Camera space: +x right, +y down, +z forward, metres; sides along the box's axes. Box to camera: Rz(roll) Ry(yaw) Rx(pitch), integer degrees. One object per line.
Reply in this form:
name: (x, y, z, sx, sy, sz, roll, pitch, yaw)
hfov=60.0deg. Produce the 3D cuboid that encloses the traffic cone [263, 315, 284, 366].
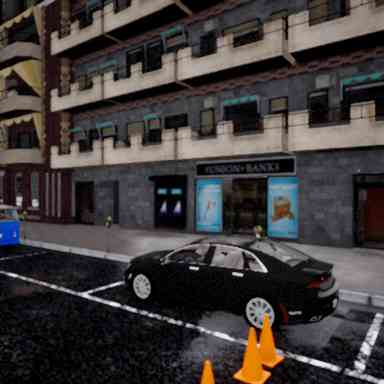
traffic cone: (1.006, 1.958, 4.493, 0.340, 0.580, 0.340, 0, 0, 43)

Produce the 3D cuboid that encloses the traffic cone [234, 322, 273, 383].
traffic cone: (0.736, 1.957, 4.068, 0.340, 0.580, 0.340, 0, 0, 36)

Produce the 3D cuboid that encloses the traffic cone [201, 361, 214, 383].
traffic cone: (0.152, 1.958, 3.256, 0.340, 0.580, 0.340, 0, 0, 36)

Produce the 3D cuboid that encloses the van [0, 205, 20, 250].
van: (-8.443, 1.362, 13.085, 3.998, 1.788, 1.690, 0, 0, 36)

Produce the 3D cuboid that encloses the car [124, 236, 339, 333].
car: (0.526, 1.555, 6.637, 4.403, 1.369, 2.008, 0, 0, 36)
